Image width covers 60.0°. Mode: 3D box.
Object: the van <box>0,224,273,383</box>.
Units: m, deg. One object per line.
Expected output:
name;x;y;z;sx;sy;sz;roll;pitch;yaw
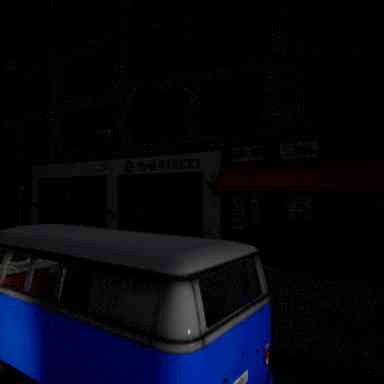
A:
van;-1.094;1.341;3.861;3.998;1.788;1.690;0;0;36
